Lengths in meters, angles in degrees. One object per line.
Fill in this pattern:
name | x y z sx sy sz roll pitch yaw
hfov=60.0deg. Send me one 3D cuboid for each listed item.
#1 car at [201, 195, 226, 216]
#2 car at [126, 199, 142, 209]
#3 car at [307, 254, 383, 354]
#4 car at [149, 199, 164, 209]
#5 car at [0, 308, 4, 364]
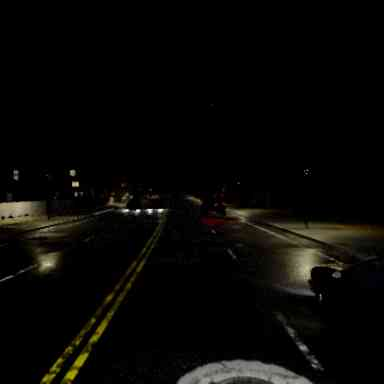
car | 2.180 1.375 35.003 2.150 2.045 5.566 0 -1 -3
car | -8.571 1.719 49.362 1.882 1.535 5.008 0 -1 -3
car | 3.305 1.558 4.432 2.033 1.411 5.357 0 0 0
car | -5.360 1.764 50.206 1.812 1.442 4.674 0 0 -3
car | -3.377 1.375 2.217 2.097 1.767 4.553 0 0 0
